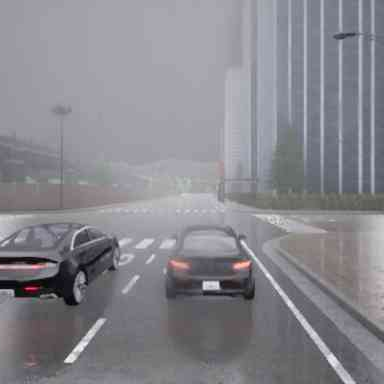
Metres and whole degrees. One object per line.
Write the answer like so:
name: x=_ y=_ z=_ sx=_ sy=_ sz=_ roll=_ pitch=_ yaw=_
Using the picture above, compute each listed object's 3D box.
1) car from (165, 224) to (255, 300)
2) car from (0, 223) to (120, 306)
car: x=0.409 y=1.519 z=8.292 sx=1.812 sy=1.442 sz=4.674 roll=0 pitch=0 yaw=2
car: x=-3.086 y=1.485 z=8.022 sx=2.128 sy=1.511 sz=4.902 roll=0 pitch=0 yaw=1
